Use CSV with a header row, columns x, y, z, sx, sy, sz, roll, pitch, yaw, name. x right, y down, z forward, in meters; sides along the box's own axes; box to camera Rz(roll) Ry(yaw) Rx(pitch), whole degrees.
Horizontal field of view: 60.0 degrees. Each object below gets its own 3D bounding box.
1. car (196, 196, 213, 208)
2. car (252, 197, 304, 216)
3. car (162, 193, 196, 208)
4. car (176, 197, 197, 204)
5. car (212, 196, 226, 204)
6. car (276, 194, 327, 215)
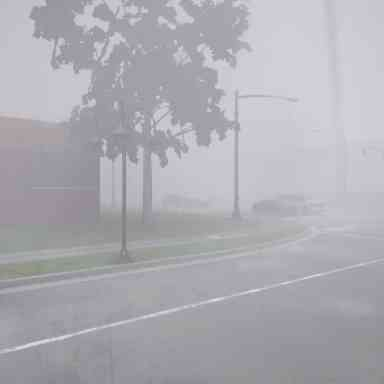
x,y,z,sx,sy,sz,roll,pitch,yaw,name
0.603,1.613,49.530,1.895,1.301,4.718,0,0,-34,car
7.948,1.504,32.183,1.837,1.490,4.892,0,0,-34,car
-2.292,1.228,47.563,2.150,2.045,5.566,0,0,-34,car
-1.105,1.600,64.781,1.895,1.301,4.718,0,0,-34,car
4.302,1.477,63.016,1.882,1.535,5.008,0,0,-34,car
10.896,1.221,34.068,2.150,2.045,5.566,0,0,-34,car
